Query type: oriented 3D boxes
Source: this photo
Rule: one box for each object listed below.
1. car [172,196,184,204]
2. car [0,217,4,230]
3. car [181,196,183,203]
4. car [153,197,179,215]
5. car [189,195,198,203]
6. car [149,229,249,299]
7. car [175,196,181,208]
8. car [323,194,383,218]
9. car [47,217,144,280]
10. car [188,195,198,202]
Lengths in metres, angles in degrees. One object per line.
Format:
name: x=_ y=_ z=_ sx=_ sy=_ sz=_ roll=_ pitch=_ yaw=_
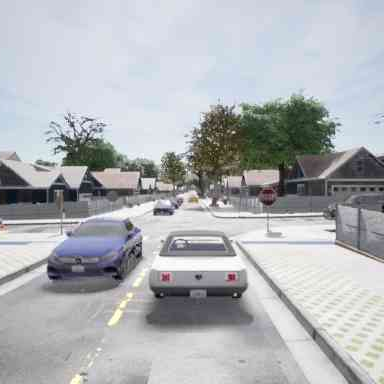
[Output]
car: x=-2.635 y=1.485 z=63.899 sx=1.895 sy=1.301 sz=4.718 roll=0 pitch=0 yaw=1
car: x=-14.035 y=1.669 z=20.247 sx=4.553 sy=1.767 sz=2.097 roll=-2 pitch=0 yaw=0
car: x=-2.702 y=1.502 z=53.666 sx=1.895 sy=1.301 sz=4.718 roll=0 pitch=0 yaw=0
car: x=-2.764 y=1.490 z=33.569 sx=2.033 sy=1.411 sz=5.357 roll=0 pitch=0 yaw=0
car: x=0.267 y=1.358 z=66.138 sx=1.882 sy=1.535 sz=5.008 roll=0 pitch=0 yaw=0
car: x=0.127 y=1.595 z=8.397 sx=1.895 sy=1.301 sz=4.718 roll=0 pitch=0 yaw=0
car: x=-2.734 y=1.447 z=43.595 sx=1.812 sy=1.442 sz=4.674 roll=0 pitch=0 yaw=1
car: x=11.645 y=0.948 z=23.316 sx=4.553 sy=1.767 sz=2.097 roll=-2 pitch=0 yaw=0
car: x=-2.612 y=1.517 z=10.036 sx=1.812 sy=1.442 sz=4.674 roll=0 pitch=0 yaw=1
car: x=0.196 y=1.392 z=76.098 sx=2.128 sy=1.511 sz=4.902 roll=0 pitch=0 yaw=0
